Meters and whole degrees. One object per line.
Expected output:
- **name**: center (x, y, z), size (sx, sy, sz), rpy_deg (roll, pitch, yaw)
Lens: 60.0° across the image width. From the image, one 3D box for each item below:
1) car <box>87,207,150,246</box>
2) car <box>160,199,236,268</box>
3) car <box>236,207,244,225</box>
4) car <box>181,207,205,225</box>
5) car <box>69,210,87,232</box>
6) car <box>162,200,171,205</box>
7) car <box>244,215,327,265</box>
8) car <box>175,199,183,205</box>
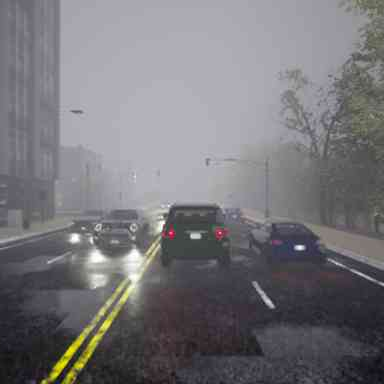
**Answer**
- **car**: center (-3.347, 1.576, 16.578), size (2.097, 1.767, 4.553), rpy_deg (0, -1, 0)
- **car**: center (0.098, 1.385, 12.093), size (2.150, 2.045, 5.566), rpy_deg (0, -1, 0)
- **car**: center (3.309, 1.917, 27.452), size (2.033, 1.411, 5.357), rpy_deg (0, -1, 3)
- **car**: center (0.094, 1.991, 28.900), size (1.895, 1.301, 4.718), rpy_deg (0, -1, 0)
- **car**: center (-6.588, 1.857, 22.845), size (2.033, 1.411, 5.357), rpy_deg (0, -1, 0)
- **car**: center (-6.636, 2.760, 86.049), size (1.895, 1.301, 4.718), rpy_deg (0, -1, 0)
- **car**: center (3.348, 1.731, 12.347), size (1.994, 1.385, 4.181), rpy_deg (0, -1, 0)
- **car**: center (-3.385, 2.643, 86.093), size (1.882, 1.535, 5.008), rpy_deg (0, -1, 0)
